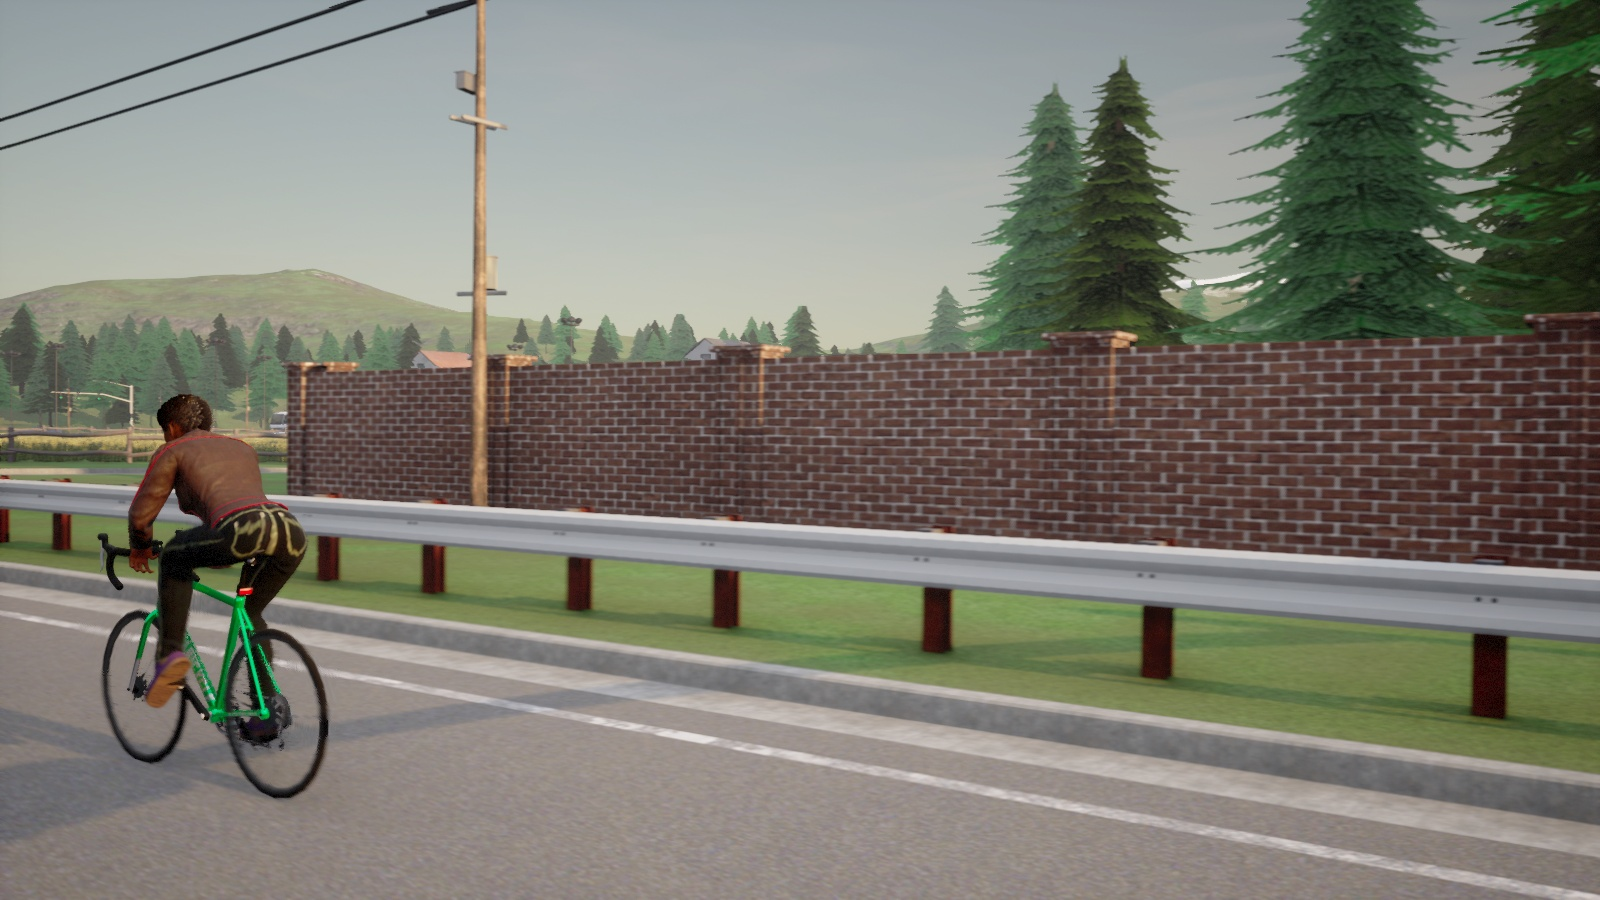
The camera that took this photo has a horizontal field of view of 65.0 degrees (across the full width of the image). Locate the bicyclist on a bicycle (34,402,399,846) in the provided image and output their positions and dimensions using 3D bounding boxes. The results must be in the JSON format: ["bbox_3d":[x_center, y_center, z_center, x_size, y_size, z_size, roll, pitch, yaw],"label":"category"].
[{"bbox_3d":[-2.480,0.635,5.270,1.656,1.620,0.582,0,1,34],"label":"bicyclist on a bicycle"}]
